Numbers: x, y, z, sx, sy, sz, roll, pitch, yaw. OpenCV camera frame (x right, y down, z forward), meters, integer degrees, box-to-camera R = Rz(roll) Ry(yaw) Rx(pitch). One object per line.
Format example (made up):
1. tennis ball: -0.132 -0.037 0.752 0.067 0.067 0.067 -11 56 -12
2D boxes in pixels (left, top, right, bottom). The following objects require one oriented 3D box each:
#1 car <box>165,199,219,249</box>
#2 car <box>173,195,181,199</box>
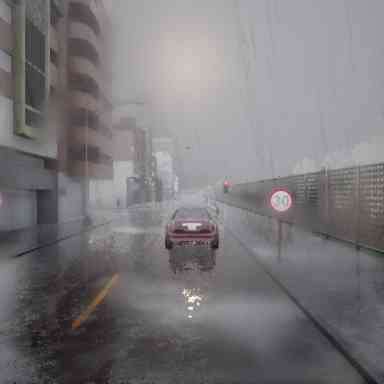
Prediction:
1. car: 0.000 1.365 14.620 2.097 1.767 4.553 0 0 0
2. car: -4.015 1.493 87.934 1.837 1.490 4.892 0 0 0
